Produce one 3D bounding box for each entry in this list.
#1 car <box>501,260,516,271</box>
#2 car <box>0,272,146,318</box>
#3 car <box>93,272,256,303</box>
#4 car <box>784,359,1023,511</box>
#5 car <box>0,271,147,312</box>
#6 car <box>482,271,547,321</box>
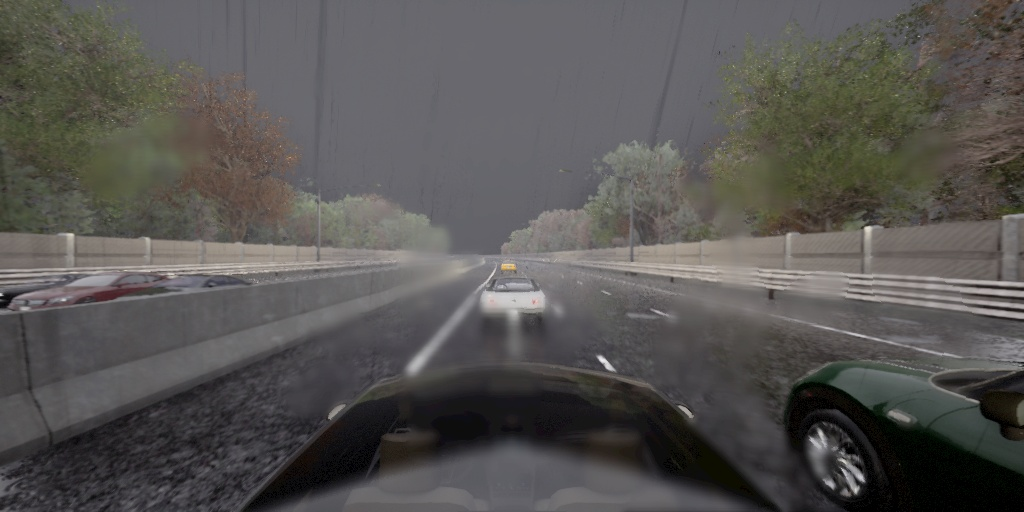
[{"bbox_3d":[-0.436,1.223,44.633,1.801,1.575,5.366,0,0,-1],"label":"car"},{"bbox_3d":[-17.629,1.357,13.995,1.895,1.301,4.718,0,0,0],"label":"car"},{"bbox_3d":[-10.624,1.319,12.084,1.994,1.385,4.181,0,0,0],"label":"car"},{"bbox_3d":[3.593,1.102,1.458,2.097,1.767,4.553,0,0,0],"label":"car"},{"bbox_3d":[-14.126,1.281,12.738,1.812,1.442,4.674,0,0,0],"label":"car"},{"bbox_3d":[0.059,1.355,12.421,1.895,1.301,4.718,0,0,0],"label":"car"}]
